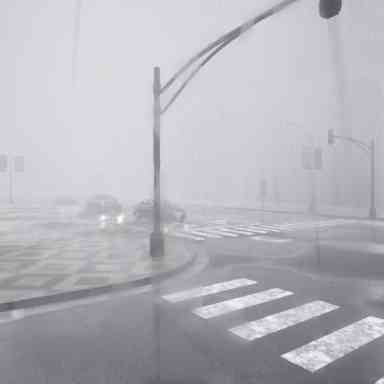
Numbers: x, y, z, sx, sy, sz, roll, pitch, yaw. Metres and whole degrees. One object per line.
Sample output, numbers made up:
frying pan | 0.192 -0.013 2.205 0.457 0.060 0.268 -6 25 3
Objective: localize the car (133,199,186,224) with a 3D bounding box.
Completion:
car | -2.272 1.242 22.351 2.128 1.511 4.902 0 1 -36

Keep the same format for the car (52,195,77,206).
car | -15.694 1.021 41.010 1.895 1.301 4.718 0 1 -36

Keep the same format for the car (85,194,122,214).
car | -8.094 0.962 30.436 2.097 1.767 4.553 0 1 -36
